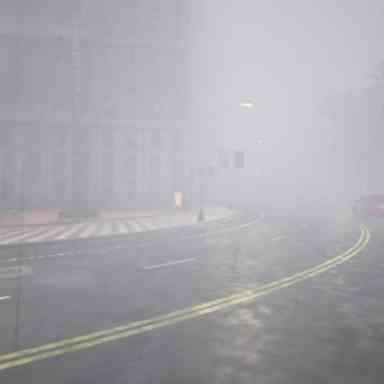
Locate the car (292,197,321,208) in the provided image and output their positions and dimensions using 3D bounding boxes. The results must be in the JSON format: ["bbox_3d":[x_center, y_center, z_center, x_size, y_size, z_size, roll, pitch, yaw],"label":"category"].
[{"bbox_3d":[15.697,1.406,46.593,1.882,1.535,5.008,1,0,-5],"label":"car"}]

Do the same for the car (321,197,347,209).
[{"bbox_3d":[19.282,1.438,45.647,1.882,1.535,5.008,1,0,-4],"label":"car"}]

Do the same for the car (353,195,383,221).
[{"bbox_3d":[14.626,1.225,26.883,2.150,2.045,5.566,1,1,15],"label":"car"}]
